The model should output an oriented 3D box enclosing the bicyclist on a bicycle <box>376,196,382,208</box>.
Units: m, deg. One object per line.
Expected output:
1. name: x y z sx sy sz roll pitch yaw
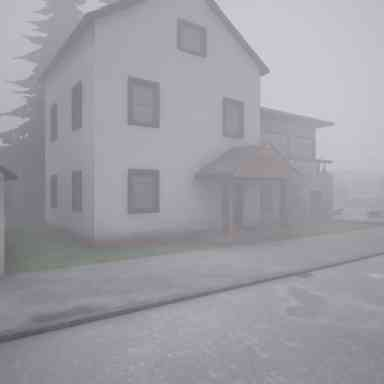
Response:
1. bicyclist on a bicycle: 24.698 1.348 43.893 1.656 1.620 0.582 0 0 -35
